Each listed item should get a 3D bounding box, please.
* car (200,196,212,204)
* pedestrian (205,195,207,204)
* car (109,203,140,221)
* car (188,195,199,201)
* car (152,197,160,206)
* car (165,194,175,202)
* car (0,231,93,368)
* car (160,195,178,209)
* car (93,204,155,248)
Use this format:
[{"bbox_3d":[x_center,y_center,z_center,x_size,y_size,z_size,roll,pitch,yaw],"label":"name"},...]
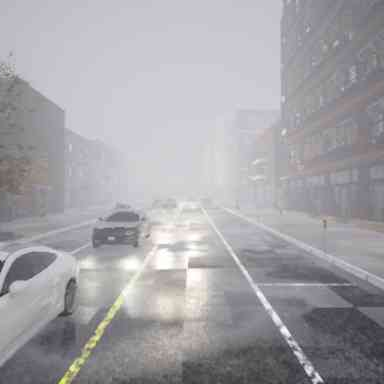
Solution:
[{"bbox_3d":[3.008,1.719,66.931,1.812,1.442,4.674,0,0,0],"label":"car"},{"bbox_3d":[3.008,1.495,69.786,0.375,1.860,0.375,1,-1,0],"label":"pedestrian"},{"bbox_3d":[-5.673,1.662,28.435,1.802,1.307,4.206,1,0,0],"label":"car"},{"bbox_3d":[0.010,1.605,81.514,1.994,1.385,4.181,0,0,0],"label":"car"},{"bbox_3d":[-5.668,1.602,56.868,1.967,1.590,4.097,1,0,0],"label":"car"},{"bbox_3d":[-5.662,1.564,85.302,2.192,1.841,5.009,1,0,0],"label":"car"},{"bbox_3d":[-3.090,1.539,4.793,1.812,1.442,4.674,0,0,0],"label":"car"},{"bbox_3d":[-3.066,1.612,47.511,1.882,1.535,5.008,0,-1,0],"label":"car"},{"bbox_3d":[-3.051,1.520,15.221,1.882,1.535,5.008,0,0,1],"label":"car"}]
